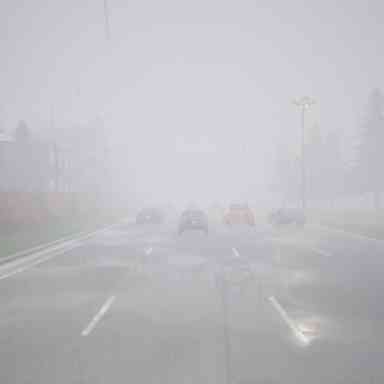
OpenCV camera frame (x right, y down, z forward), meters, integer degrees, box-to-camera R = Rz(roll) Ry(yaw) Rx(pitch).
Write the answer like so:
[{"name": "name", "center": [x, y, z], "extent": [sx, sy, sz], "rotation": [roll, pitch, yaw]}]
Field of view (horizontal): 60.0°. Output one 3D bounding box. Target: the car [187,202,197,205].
[{"name": "car", "center": [0.011, 2.139, 46.071], "extent": [2.033, 1.411, 5.357], "rotation": [0, -1, 0]}]

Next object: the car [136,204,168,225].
[{"name": "car", "center": [-3.401, 1.920, 27.691], "extent": [1.994, 1.385, 4.181], "rotation": [0, -1, 0]}]

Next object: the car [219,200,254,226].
[{"name": "car", "center": [3.600, 1.696, 26.715], "extent": [2.097, 1.767, 4.553], "rotation": [0, -1, 0]}]

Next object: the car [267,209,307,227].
[{"name": "car", "center": [7.099, 1.929, 25.511], "extent": [1.895, 1.301, 4.718], "rotation": [0, -1, 0]}]

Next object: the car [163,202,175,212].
[{"name": "car", "center": [-3.469, 2.170, 48.438], "extent": [2.033, 1.411, 5.357], "rotation": [0, -1, 1]}]

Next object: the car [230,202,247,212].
[{"name": "car", "center": [7.048, 2.219, 50.970], "extent": [1.994, 1.385, 4.181], "rotation": [0, -1, 0]}]

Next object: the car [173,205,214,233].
[{"name": "car", "center": [0.100, 1.825, 21.578], "extent": [2.033, 1.411, 5.357], "rotation": [0, -1, 0]}]

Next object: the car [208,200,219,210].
[{"name": "car", "center": [3.552, 2.003, 50.731], "extent": [2.097, 1.767, 4.553], "rotation": [0, -1, 1]}]
